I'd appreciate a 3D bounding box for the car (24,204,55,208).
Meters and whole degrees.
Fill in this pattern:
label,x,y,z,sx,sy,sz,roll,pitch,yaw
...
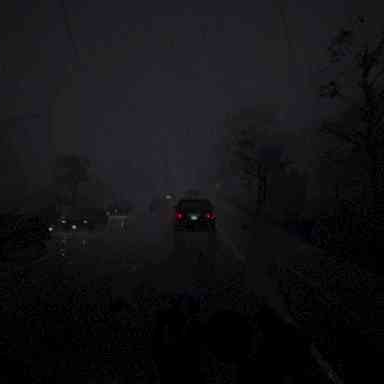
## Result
label,x,y,z,sx,sy,sz,roll,pitch,yaw
car,-10.532,1.623,22.547,1.882,1.535,5.008,0,0,0

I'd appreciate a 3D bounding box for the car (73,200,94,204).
label,x,y,z,sx,sy,sz,roll,pitch,yaw
car,-10.499,1.450,32.492,1.994,1.385,4.181,0,2,0

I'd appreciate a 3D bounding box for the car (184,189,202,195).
label,x,y,z,sx,sy,sz,roll,pitch,yaw
car,0.116,0.591,44.296,2.150,2.045,5.566,0,3,0

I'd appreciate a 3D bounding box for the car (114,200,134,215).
label,x,y,z,sx,sy,sz,roll,pitch,yaw
car,-6.994,1.445,32.589,1.994,1.385,4.181,0,2,0

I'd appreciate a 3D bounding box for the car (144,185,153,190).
label,x,y,z,sx,sy,sz,roll,pitch,yaw
car,-10.470,-1.073,79.331,1.882,1.535,5.008,0,3,0

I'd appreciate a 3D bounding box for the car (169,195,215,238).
label,x,y,z,sx,sy,sz,roll,pitch,yaw
car,0.106,1.368,18.730,2.150,2.045,5.566,0,0,0

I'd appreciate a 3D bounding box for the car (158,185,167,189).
label,x,y,z,sx,sy,sz,roll,pitch,yaw
car,-6.971,-1.026,79.332,1.812,1.442,4.674,0,3,0

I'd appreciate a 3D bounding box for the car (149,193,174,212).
label,x,y,z,sx,sy,sz,roll,pitch,yaw
car,-3.389,1.251,35.398,2.128,1.511,4.902,0,3,0

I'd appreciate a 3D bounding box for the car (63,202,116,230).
label,x,y,z,sx,sy,sz,roll,pitch,yaw
car,-7.031,1.693,22.575,2.033,1.411,5.357,0,0,1

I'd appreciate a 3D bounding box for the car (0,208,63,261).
label,x,y,z,sx,sy,sz,roll,pitch,yaw
car,-7.084,1.593,12.782,2.128,1.511,4.902,0,0,0

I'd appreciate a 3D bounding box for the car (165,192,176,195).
label,x,y,z,sx,sy,sz,roll,pitch,yaw
car,-3.380,0.685,49.586,2.033,1.411,5.357,0,3,-1
